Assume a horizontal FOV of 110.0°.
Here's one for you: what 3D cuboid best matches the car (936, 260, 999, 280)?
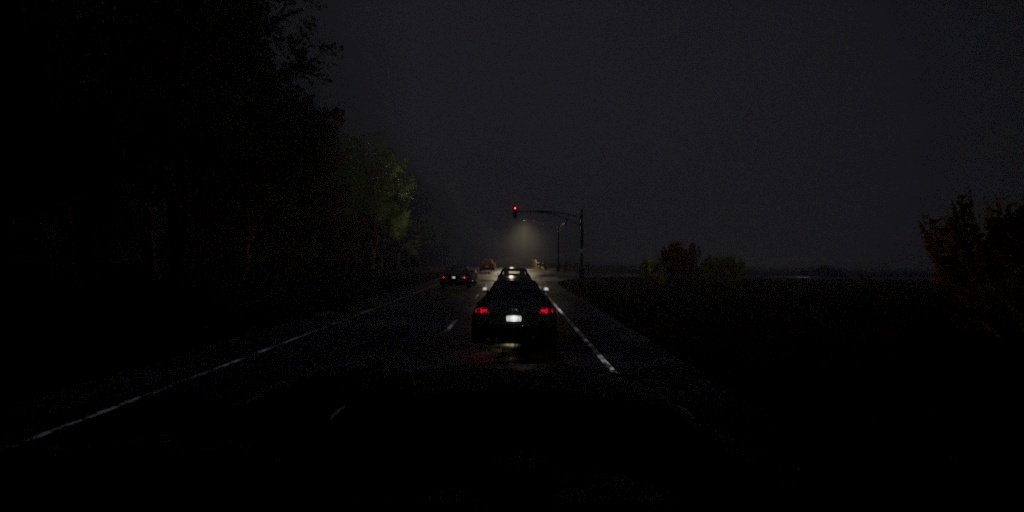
[{"bbox_3d":[48.580,1.490,38.094,5.566,2.045,2.150,1,-1,0],"label":"car"}]

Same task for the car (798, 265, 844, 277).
[{"bbox_3d":[35.909,1.754,41.746,4.181,1.385,1.994,1,-1,0],"label":"car"}]

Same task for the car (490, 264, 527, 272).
[{"bbox_3d":[0.115,1.297,18.899,2.033,1.411,5.357,0,0,0],"label":"car"}]

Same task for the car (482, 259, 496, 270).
[{"bbox_3d":[-3.359,1.222,50.401,1.882,1.535,5.008,0,0,0],"label":"car"}]

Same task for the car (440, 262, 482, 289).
[{"bbox_3d":[-3.379,1.297,23.209,2.033,1.411,5.357,0,0,0],"label":"car"}]

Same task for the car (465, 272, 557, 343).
[{"bbox_3d":[0.090,1.314,9.694,1.994,1.385,4.181,0,0,1],"label":"car"}]

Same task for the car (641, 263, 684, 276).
[{"bbox_3d":[17.580,1.494,41.886,4.892,1.490,1.837,1,-1,1],"label":"car"}]
